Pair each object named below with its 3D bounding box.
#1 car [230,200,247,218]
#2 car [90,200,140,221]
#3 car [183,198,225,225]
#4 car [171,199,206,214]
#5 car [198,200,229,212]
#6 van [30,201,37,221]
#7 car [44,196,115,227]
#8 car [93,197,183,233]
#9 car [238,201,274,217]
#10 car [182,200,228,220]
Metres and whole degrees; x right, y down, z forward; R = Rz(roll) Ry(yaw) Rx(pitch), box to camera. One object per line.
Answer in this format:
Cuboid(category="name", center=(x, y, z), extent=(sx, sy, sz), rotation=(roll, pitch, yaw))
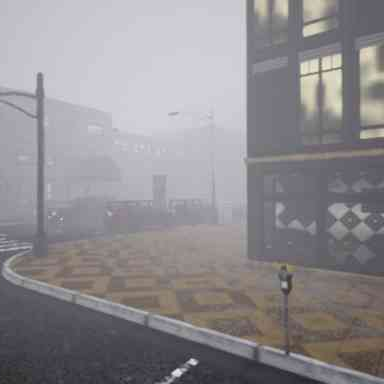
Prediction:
Cuboid(category="car", center=(3.299, 1.632, 29.121), extent=(1.887, 1.381, 4.507), rotation=(-1, -1, 35))
Cuboid(category="car", center=(-6.734, 1.556, 29.467), extent=(1.967, 1.590, 4.097), rotation=(-1, -1, 35))
Cuboid(category="car", center=(0.100, 1.383, 24.619), extent=(2.192, 1.841, 5.009), rotation=(-1, -1, 35))
Cuboid(category="car", center=(-0.337, 1.595, 38.476), extent=(1.967, 1.590, 4.097), rotation=(-1, -1, 35))
Cuboid(category="car", center=(2.861, 1.726, 42.978), extent=(2.008, 1.369, 4.403), rotation=(-1, -1, 35))
Cuboid(category="van", center=(-9.932, 1.439, 24.964), extent=(1.690, 1.788, 3.998), rotation=(-1, -1, 35))
Cuboid(category="car", center=(-7.605, 1.304, 23.765), extent=(2.150, 2.045, 5.566), rotation=(0, 0, 35))
Cuboid(category="car", center=(-3.098, 1.365, 20.114), extent=(2.192, 1.841, 5.009), rotation=(-1, -1, 35))
Cuboid(category="car", center=(6.498, 1.673, 33.625), extent=(1.947, 1.339, 4.313), rotation=(-1, -1, 35))
Cuboid(category="car", center=(1.296, 1.580, 30.782), extent=(1.882, 1.535, 5.008), rotation=(0, 0, 35))
